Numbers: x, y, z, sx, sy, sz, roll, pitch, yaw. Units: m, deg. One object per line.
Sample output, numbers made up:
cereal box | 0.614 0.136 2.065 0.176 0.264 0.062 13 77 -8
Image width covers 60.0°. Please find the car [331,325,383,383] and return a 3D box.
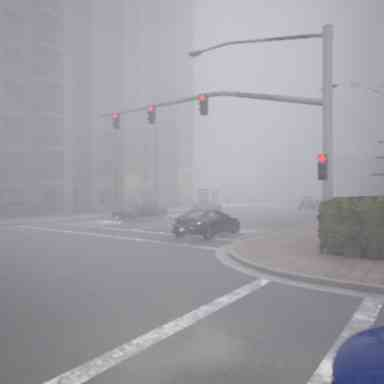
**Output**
car | 3.342 1.476 1.610 5.008 1.535 1.882 0 0 35

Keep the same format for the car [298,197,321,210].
car | 15.498 1.370 43.189 2.097 1.767 4.553 0 0 36

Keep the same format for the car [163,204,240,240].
car | 0.791 1.538 17.044 1.812 1.442 4.674 -1 0 33

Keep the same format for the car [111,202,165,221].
car | -4.299 1.572 28.234 2.033 1.411 5.357 0 0 36

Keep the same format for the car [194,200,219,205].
car | 1.543 1.589 36.236 1.994 1.385 4.181 0 0 36
